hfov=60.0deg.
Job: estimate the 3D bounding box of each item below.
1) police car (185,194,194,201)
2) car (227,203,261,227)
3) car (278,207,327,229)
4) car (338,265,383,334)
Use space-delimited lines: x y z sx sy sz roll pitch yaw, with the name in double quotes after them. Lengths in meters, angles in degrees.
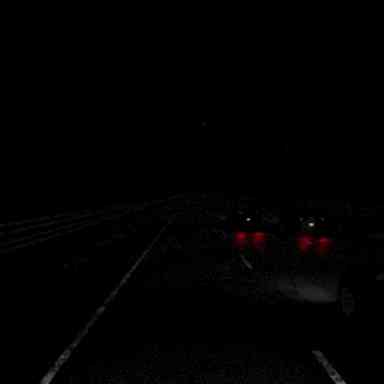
-1.014 1.658 95.629 1.930 1.638 5.238 0 0 0 "police car"
3.610 1.549 23.599 2.128 1.511 4.902 0 0 0 "car"
7.108 1.654 22.005 1.895 1.301 4.718 0 0 0 "car"
3.602 1.536 4.226 1.812 1.442 4.674 0 0 0 "car"
